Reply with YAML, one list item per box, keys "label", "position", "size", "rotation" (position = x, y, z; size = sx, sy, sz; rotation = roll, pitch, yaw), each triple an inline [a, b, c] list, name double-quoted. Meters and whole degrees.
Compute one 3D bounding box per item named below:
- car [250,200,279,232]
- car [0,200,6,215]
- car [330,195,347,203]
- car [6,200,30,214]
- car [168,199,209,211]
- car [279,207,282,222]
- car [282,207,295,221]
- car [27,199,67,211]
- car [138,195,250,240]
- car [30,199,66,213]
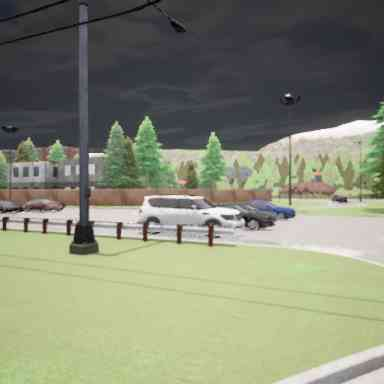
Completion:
- label: "car"
  position: [2.343, 1.437, 19.859]
  size: [5.008, 1.535, 1.882]
  rotation: [0, 0, 26]
- label: "car"
  position: [-19.725, 1.350, 30.476]
  size: [4.553, 1.767, 2.097]
  rotation: [0, 0, 26]
- label: "car"
  position: [27.363, 1.328, 62.108]
  size: [1.837, 1.490, 4.892]
  rotation: [2, 0, 7]
- label: "car"
  position: [-19.694, 1.538, 34.347]
  size: [5.357, 1.411, 2.033]
  rotation: [0, 0, 26]
- label: "car"
  position: [-0.418, 1.536, 38.586]
  size: [4.718, 1.301, 1.895]
  rotation: [0, 0, -2]
- label: "car"
  position: [3.511, 1.477, 23.182]
  size: [4.674, 1.442, 1.812]
  rotation: [0, 0, 26]
- label: "car"
  position: [5.505, 1.419, 26.104]
  size: [5.008, 1.535, 1.882]
  rotation: [0, 0, 26]
- label: "car"
  position: [-18.187, 1.575, 41.714]
  size: [4.718, 1.301, 1.895]
  rotation: [0, 0, 22]
- label: "car"
  position: [-0.160, 1.192, 17.178]
  size: [5.566, 2.045, 2.150]
  rotation: [0, 0, 26]
- label: "car"
  position: [-16.402, 1.504, 36.662]
  size: [4.674, 1.442, 1.812]
  rotation: [0, 0, 26]
